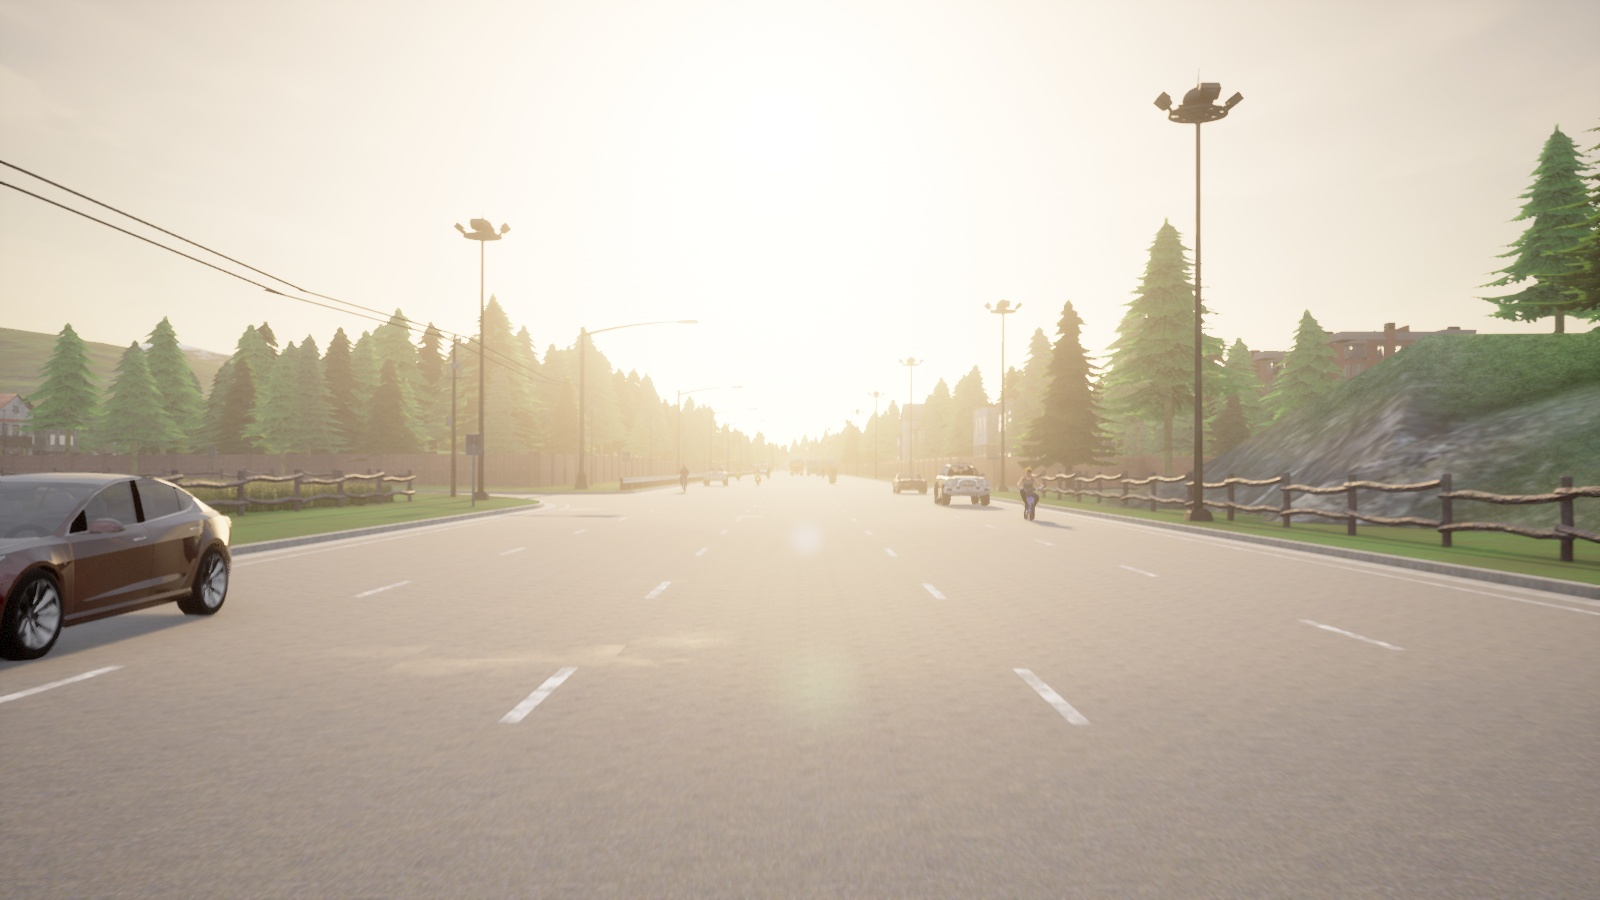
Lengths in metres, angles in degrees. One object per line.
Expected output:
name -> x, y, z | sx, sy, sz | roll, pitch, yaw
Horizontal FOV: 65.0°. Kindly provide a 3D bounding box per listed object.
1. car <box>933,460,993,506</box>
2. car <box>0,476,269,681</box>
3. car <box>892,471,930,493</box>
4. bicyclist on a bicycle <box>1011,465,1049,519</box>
car -> 6.872, 1.351, 53.395 | 1.932, 1.855, 4.605 | 0, 0, 0
car -> -7.028, 1.003, 11.670 | 2.163, 1.488, 4.792 | 0, -1, 0
car -> 6.815, 1.980, 77.671 | 1.895, 1.301, 4.718 | 0, -1, 0
bicyclist on a bicycle -> 6.913, 1.254, 37.848 | 0.866, 1.612, 1.509 | 0, -1, 0
